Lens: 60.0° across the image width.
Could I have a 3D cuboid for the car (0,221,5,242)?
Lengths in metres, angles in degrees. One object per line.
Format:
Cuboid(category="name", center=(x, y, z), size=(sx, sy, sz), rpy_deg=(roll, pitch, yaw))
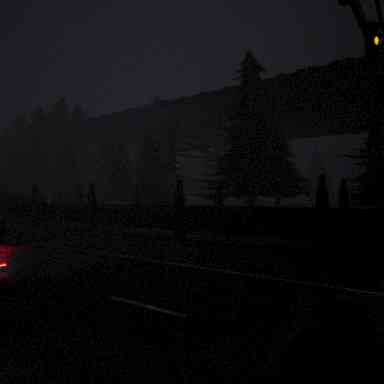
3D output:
Cuboid(category="car", center=(-10.870, 1.643, 16.042), size=(4.892, 1.490, 1.837), rpy_deg=(1, 1, 36))
